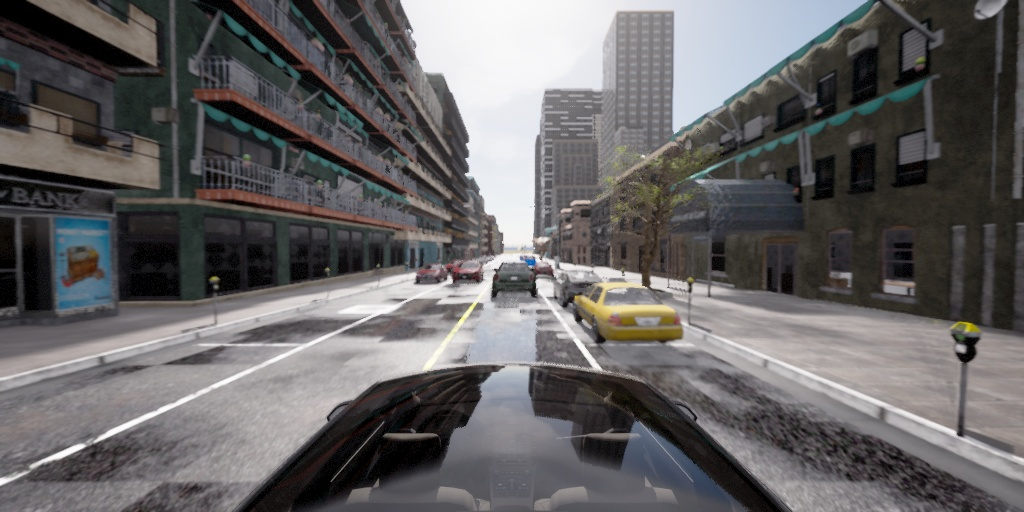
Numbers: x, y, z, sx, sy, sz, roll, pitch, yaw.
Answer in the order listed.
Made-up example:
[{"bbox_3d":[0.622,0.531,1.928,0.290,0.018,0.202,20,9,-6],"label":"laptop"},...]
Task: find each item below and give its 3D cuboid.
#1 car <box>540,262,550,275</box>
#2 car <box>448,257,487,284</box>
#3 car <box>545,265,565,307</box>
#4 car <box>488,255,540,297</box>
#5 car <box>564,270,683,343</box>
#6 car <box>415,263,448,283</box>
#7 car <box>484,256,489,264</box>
[{"bbox_3d":[2.684,1.159,31.504,1.802,1.307,4.207,0,0,0],"label":"car"},{"bbox_3d":[-3.092,1.088,25.862,1.882,1.535,5.008,0,0,0],"label":"car"},{"bbox_3d":[2.692,1.227,14.764,2.007,1.370,4.403,0,0,0],"label":"car"},{"bbox_3d":[0.096,1.007,18.252,2.097,1.767,4.553,0,0,0],"label":"car"},{"bbox_3d":[2.679,1.233,9.355,1.751,1.417,4.829,0,0,0],"label":"car"},{"bbox_3d":[-5.696,1.193,25.877,1.802,1.307,4.207,0,0,0],"label":"car"},{"bbox_3d":[-5.702,0.918,64.940,2.007,1.370,4.403,0,0,0],"label":"car"}]
